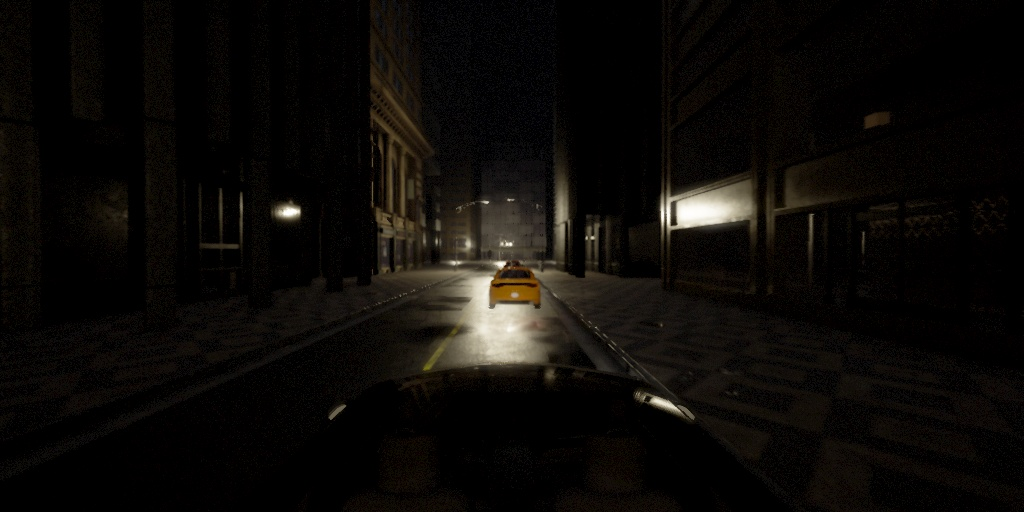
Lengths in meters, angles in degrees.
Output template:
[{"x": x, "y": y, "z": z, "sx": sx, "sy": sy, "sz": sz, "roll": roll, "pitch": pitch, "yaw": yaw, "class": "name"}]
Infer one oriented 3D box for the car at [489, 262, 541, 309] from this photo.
[{"x": 0.102, "y": 1.175, "z": 14.719, "sx": 1.882, "sy": 1.535, "sz": 5.008, "roll": 0, "pitch": 0, "yaw": 0, "class": "car"}]
